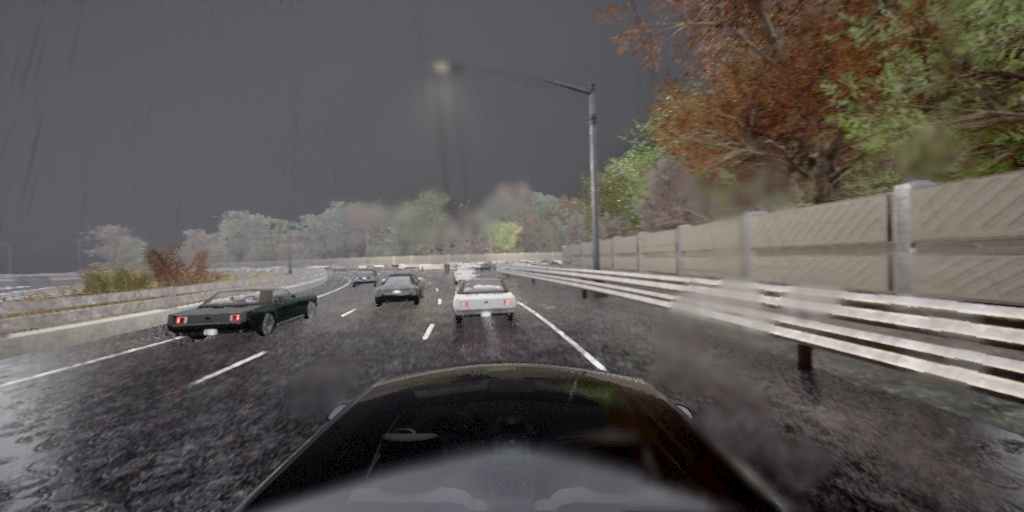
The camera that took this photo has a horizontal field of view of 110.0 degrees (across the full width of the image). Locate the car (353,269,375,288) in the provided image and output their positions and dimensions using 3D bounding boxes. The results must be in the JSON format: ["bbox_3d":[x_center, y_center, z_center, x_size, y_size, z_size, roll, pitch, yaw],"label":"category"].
[{"bbox_3d":[-12.254,1.817,30.164,2.033,1.411,5.357,-1,0,-19],"label":"car"}]

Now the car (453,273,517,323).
[{"bbox_3d":[-1.081,1.453,12.780,1.895,1.301,4.718,-1,0,-8],"label":"car"}]

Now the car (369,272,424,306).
[{"bbox_3d":[-5.427,1.566,17.686,1.994,1.385,4.181,-1,0,-11],"label":"car"}]

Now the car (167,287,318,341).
[{"bbox_3d":[-7.818,1.625,11.124,1.895,1.301,4.718,-1,0,-8],"label":"car"}]

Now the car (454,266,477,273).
[{"bbox_3d":[-3.951,1.572,30.559,1.812,1.442,4.674,-1,0,-10],"label":"car"}]

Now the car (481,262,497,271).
[{"bbox_3d":[-3.623,1.730,59.262,1.837,1.490,4.892,-2,-1,16],"label":"car"}]
